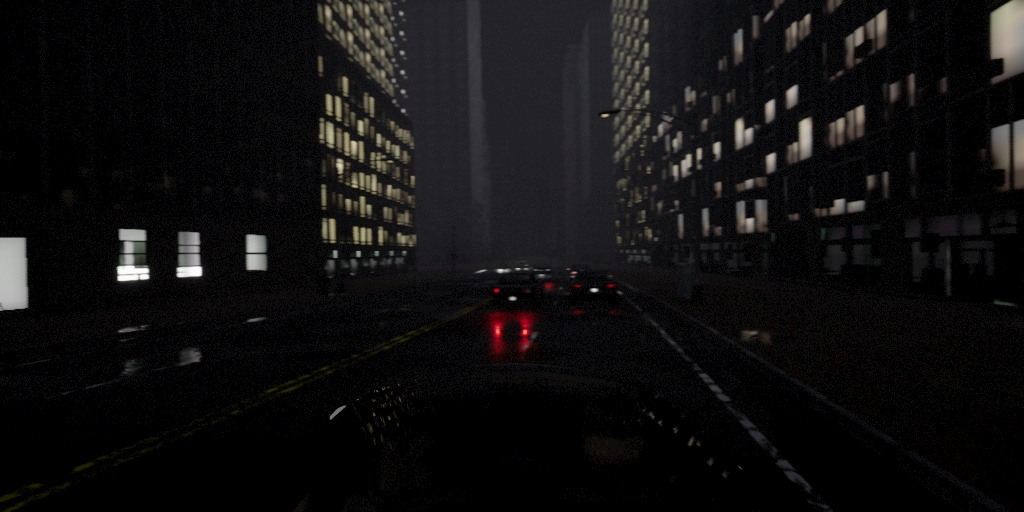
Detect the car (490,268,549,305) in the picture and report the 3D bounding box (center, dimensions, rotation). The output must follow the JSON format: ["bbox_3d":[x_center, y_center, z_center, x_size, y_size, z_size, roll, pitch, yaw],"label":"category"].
[{"bbox_3d":[0.428,1.442,16.758,1.895,1.301,4.718,-1,0,10],"label":"car"}]

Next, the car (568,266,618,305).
[{"bbox_3d":[3.659,1.346,16.360,1.994,1.385,4.181,-1,0,10],"label":"car"}]

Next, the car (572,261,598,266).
[{"bbox_3d":[5.899,1.377,31.197,2.033,1.411,5.357,-1,0,7],"label":"car"}]

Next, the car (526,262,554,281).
[{"bbox_3d":[2.706,1.387,31.897,2.128,1.511,4.902,-1,0,7],"label":"car"}]
